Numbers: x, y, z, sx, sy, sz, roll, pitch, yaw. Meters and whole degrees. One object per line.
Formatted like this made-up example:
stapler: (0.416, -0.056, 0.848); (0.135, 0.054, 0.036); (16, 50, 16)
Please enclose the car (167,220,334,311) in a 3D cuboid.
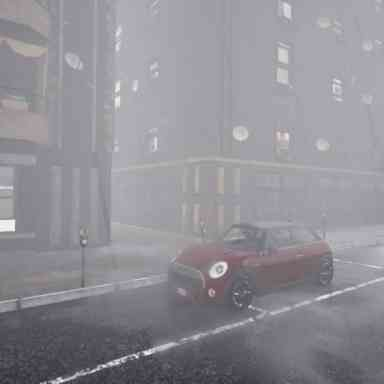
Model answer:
car: (1.426, 1.442, 7.722); (4.097, 1.590, 1.967); (0, 1, -36)
